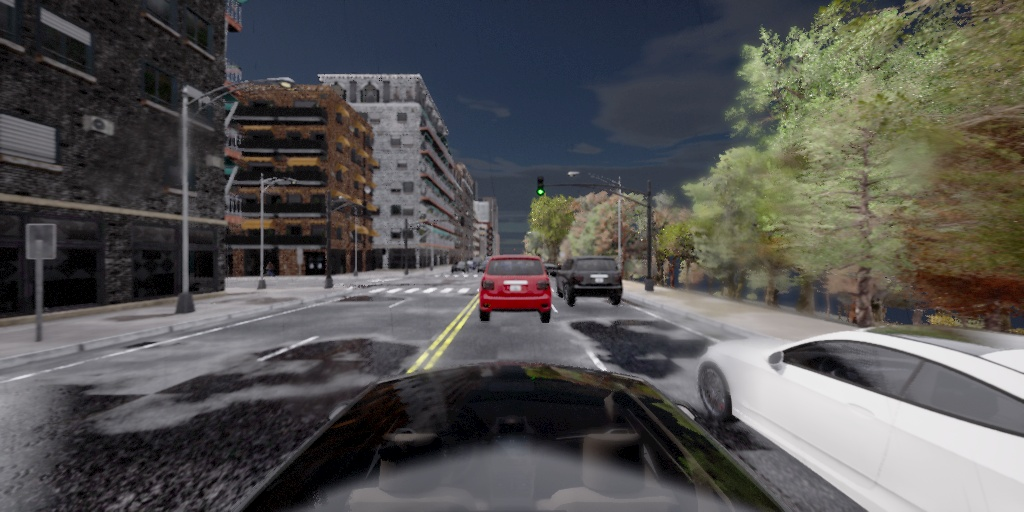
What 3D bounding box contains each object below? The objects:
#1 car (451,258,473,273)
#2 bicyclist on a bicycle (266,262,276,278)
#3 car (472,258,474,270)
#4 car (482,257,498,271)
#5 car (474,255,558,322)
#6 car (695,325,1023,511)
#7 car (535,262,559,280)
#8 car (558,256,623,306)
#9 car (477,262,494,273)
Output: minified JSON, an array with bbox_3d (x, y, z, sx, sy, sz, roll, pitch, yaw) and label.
[{"bbox_3d":[-6.617,1.404,46.338,1.837,1.490,4.892,0,0,2],"label":"car"},{"bbox_3d":[-24.921,1.444,37.056,0.582,1.620,1.656,-1,0,-1],"label":"bicyclist on a bicycle"},{"bbox_3d":[-6.627,1.460,55.585,1.812,1.442,4.674,0,0,0],"label":"car"},{"bbox_3d":[-3.376,1.157,55.857,2.150,2.045,5.566,0,0,0],"label":"car"},{"bbox_3d":[0.091,1.003,12.527,2.150,2.045,5.566,0,-1,0],"label":"car"},{"bbox_3d":[3.349,1.279,2.832,1.812,1.442,4.674,0,0,0],"label":"car"},{"bbox_3d":[3.306,1.364,34.522,1.837,1.490,4.892,0,0,0],"label":"car"},{"bbox_3d":[3.331,1.017,16.267,2.150,2.045,5.566,0,0,0],"label":"car"},{"bbox_3d":[-3.397,1.465,46.741,1.994,1.385,4.181,0,0,0],"label":"car"}]
